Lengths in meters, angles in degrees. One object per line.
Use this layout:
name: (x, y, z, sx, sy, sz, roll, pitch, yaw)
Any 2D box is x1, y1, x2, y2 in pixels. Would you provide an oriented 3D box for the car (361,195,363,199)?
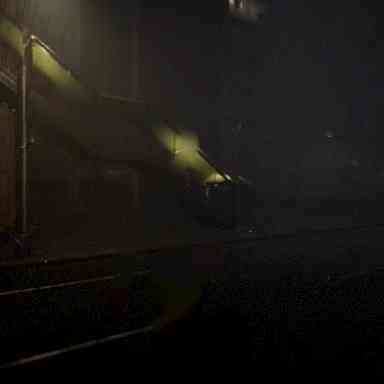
car: (35.017, 1.404, 69.058, 4.674, 1.452, 2.002, 0, 0, -35)
